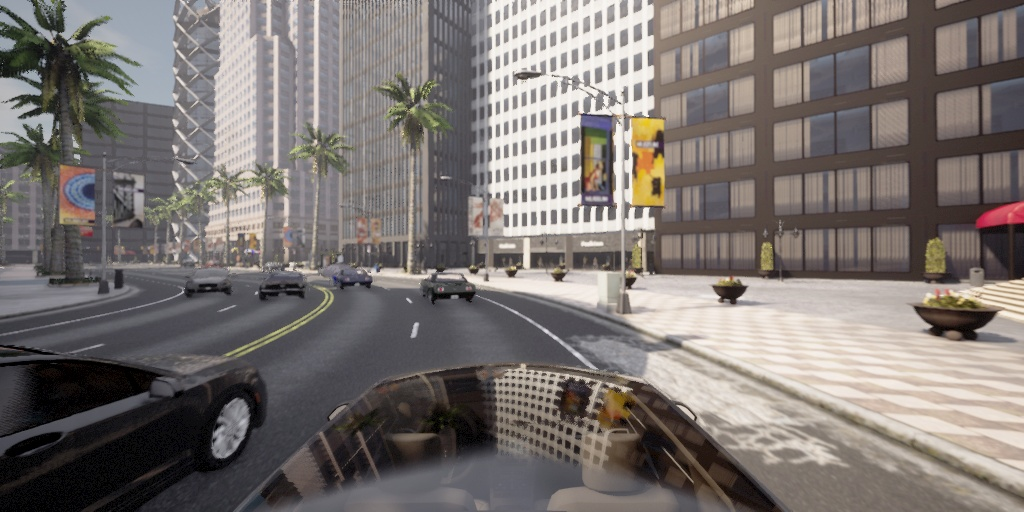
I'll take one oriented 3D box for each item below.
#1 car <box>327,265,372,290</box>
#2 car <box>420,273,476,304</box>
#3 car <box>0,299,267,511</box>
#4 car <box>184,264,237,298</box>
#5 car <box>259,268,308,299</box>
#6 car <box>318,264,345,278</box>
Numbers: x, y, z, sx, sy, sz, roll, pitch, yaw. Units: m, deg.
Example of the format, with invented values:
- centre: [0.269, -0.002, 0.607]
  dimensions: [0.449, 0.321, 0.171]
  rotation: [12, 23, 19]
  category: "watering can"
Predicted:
- centre: [-11.007, 1.510, 24.394]
  dimensions: [1.895, 1.301, 4.718]
  rotation: [0, 0, -34]
  category: "car"
- centre: [-3.239, 1.453, 17.267]
  dimensions: [1.895, 1.301, 4.718]
  rotation: [0, 0, -21]
  category: "car"
- centre: [-3.556, 1.260, 1.952]
  dimensions: [1.837, 1.490, 4.892]
  rotation: [1, -1, -1]
  category: "car"
- centre: [-16.715, 1.397, 20.006]
  dimensions: [1.837, 1.490, 4.892]
  rotation: [1, -1, -36]
  category: "car"
- centre: [-11.611, 1.474, 18.439]
  dimensions: [1.895, 1.301, 4.718]
  rotation: [0, 0, -29]
  category: "car"
- centre: [-17.647, 1.541, 36.335]
  dimensions: [5.357, 1.411, 2.033]
  rotation: [0, -1, 38]
  category: "car"
